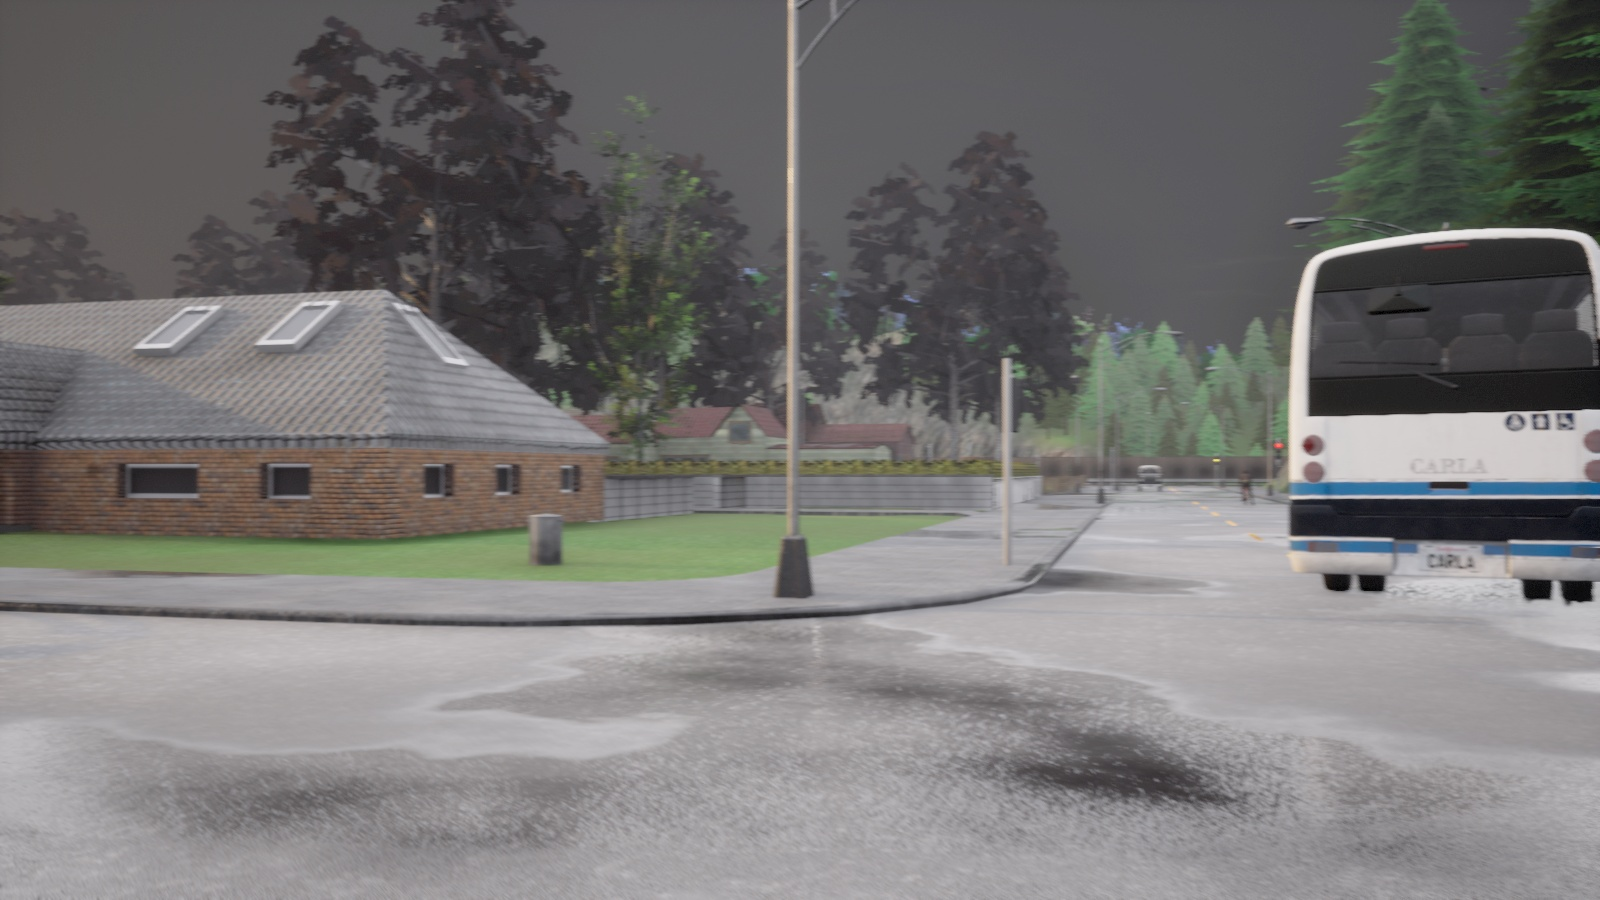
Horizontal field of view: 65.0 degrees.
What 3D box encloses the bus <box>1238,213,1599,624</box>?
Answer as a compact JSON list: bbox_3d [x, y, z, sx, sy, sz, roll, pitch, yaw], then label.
[{"bbox_3d":[9.248,-0.305,18.273,3.944,4.253,10.273,-1,0,27],"label":"bus"}]
